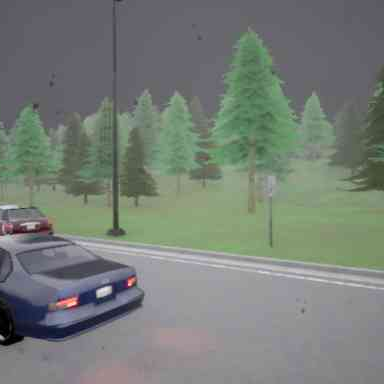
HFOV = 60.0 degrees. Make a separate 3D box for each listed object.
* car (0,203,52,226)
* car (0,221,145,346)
[{"bbox_3d":[-7.634,1.306,13.334,4.553,1.767,2.097,0,1,34],"label":"car"},{"bbox_3d":[-3.380,1.521,6.286,5.357,1.411,2.033,0,1,34],"label":"car"}]
